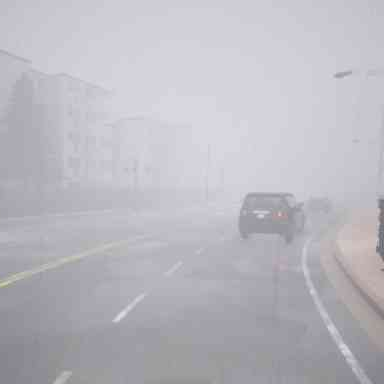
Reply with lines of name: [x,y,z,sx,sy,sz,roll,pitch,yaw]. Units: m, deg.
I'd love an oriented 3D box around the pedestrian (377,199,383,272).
pedestrian: [4.818,1.052,8.305,0.375,1.860,0.375,1,1,15]

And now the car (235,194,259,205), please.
car: [7.643,0.973,45.732,1.994,1.385,4.181,1,1,28]

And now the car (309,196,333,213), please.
car: [11.914,1.128,31.016,2.128,1.511,4.902,1,1,28]

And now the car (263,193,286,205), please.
car: [11.304,0.943,45.140,1.837,1.490,4.892,1,1,28]

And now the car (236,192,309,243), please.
car: [3.806,1.024,15.327,2.150,2.045,5.566,1,0,25]
